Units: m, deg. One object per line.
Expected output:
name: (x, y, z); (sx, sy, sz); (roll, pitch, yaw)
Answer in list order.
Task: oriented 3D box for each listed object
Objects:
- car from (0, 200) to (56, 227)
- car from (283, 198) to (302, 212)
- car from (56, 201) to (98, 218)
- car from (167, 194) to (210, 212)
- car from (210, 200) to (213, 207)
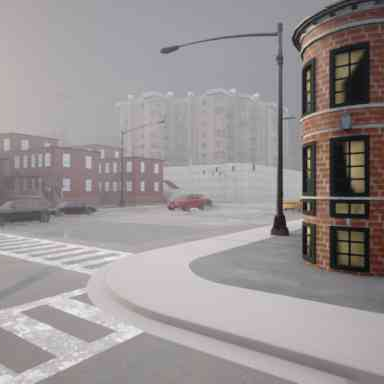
car: (-12.305, 1.351, 23.076); (2.097, 1.767, 4.553); (0, 0, 35)
car: (12.408, 1.477, 39.357); (1.882, 1.535, 5.008); (0, 0, 36)
car: (-11.278, 1.546, 30.615); (2.033, 1.411, 5.357); (0, 0, 36)
car: (-0.594, 1.220, 39.534); (2.150, 2.045, 5.566); (0, 0, 36)
car: (1.310, 1.524, 48.142); (1.812, 1.442, 4.674); (0, 0, 36)
